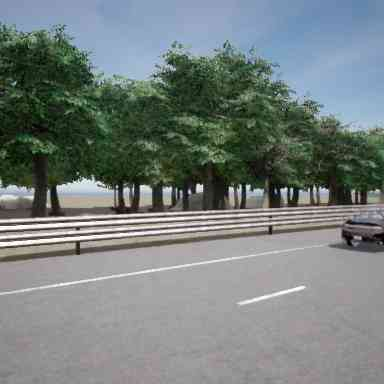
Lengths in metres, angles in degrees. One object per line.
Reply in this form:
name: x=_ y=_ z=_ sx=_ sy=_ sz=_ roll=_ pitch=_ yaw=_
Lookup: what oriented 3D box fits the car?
car: x=8.192 y=1.502 z=13.731 sx=4.902 sy=1.511 sz=2.128 roll=0 pitch=0 yaw=-34
